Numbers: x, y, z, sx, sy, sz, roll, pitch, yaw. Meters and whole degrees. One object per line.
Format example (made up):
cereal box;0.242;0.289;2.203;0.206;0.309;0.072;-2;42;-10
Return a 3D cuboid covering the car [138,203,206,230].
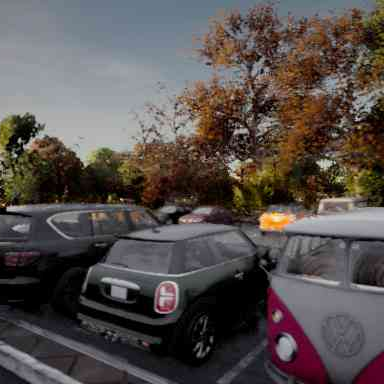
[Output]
car;-1.263;1.644;23.411;2.097;1.535;5.008;-1;-1;36

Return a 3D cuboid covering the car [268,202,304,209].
car;5.517;1.408;18.532;2.185;1.767;4.553;-1;0;35

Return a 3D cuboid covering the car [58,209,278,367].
car;0.239;1.374;6.231;2.185;1.767;4.553;-1;0;35

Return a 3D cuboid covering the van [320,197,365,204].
van;7.866;1.276;17.039;1.878;1.987;4.442;-1;0;35

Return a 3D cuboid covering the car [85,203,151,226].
car;-5.801;1.735;26.637;2.097;1.535;5.008;-1;-1;36

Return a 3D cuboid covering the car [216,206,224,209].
car;1.004;1.645;21.790;2.002;1.452;4.674;-1;-1;36

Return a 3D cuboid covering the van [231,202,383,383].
van;2.474;1.245;4.537;1.878;1.987;4.442;-1;0;35

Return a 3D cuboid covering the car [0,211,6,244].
car;-11.151;1.690;14.385;2.231;1.521;4.892;-1;-1;36

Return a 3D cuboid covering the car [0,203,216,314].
car;-2.008;1.281;7.906;2.435;2.045;5.566;-1;0;35
